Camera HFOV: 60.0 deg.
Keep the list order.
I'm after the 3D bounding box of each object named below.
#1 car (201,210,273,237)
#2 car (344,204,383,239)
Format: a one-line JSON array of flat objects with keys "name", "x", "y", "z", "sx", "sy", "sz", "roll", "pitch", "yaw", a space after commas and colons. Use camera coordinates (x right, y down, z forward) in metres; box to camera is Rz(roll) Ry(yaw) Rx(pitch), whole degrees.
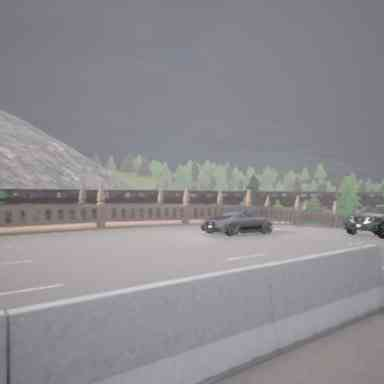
[{"name": "car", "x": 2.586, "y": 1.691, "z": 18.727, "sx": 4.181, "sy": 1.385, "sz": 1.994, "roll": 2, "pitch": -1, "yaw": -35}, {"name": "car", "x": 12.046, "y": 1.799, "z": 21.173, "sx": 5.566, "sy": 2.045, "sz": 2.150, "roll": 5, "pitch": -3, "yaw": -35}]
